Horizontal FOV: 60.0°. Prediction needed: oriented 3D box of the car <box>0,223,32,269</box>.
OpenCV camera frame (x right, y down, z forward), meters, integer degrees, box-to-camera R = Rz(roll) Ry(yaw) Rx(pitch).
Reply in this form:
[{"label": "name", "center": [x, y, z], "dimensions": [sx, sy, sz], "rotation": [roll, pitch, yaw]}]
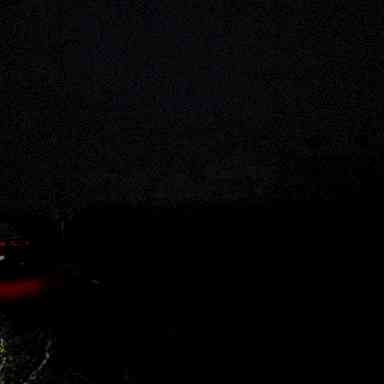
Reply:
[{"label": "car", "center": [-7.071, 1.840, 11.651], "dimensions": [1.882, 1.535, 5.008], "rotation": [-3, 0, -38]}]
